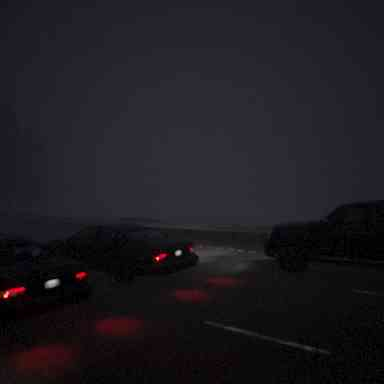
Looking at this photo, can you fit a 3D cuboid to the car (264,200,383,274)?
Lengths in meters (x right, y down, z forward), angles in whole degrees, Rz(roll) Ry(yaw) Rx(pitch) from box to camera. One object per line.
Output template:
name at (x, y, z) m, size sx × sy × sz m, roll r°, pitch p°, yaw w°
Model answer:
car at (4.816, 1.242, 9.142) m, size 5.566 × 2.045 × 2.150 m, roll -1°, pitch 0°, yaw 36°

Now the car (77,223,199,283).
car at (-2.392, 1.652, 9.999) m, size 5.357 × 1.411 × 2.033 m, roll -1°, pitch -1°, yaw 36°

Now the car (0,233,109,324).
car at (-4.440, 1.652, 7.160) m, size 5.357 × 1.411 × 2.033 m, roll -1°, pitch -1°, yaw 36°
